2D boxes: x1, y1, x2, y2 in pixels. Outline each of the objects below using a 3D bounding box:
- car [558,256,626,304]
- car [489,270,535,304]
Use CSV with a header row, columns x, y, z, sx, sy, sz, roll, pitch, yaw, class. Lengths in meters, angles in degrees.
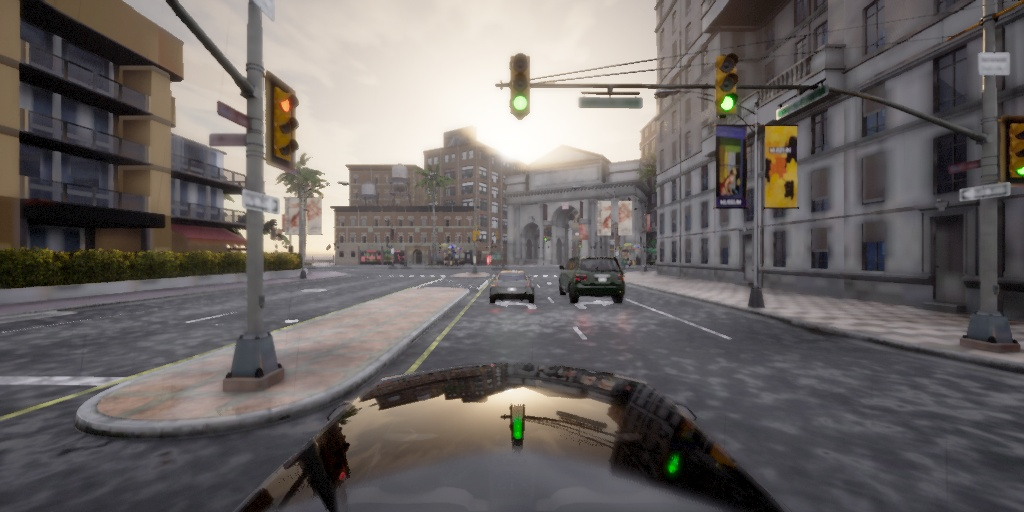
x,y,z,sx,sy,sz,roll,pitch,yaw,class
3.500,1.007,16.530,2.150,2.045,5.566,0,0,0,car
0.000,1.321,16.500,1.994,1.385,4.181,0,0,0,car
